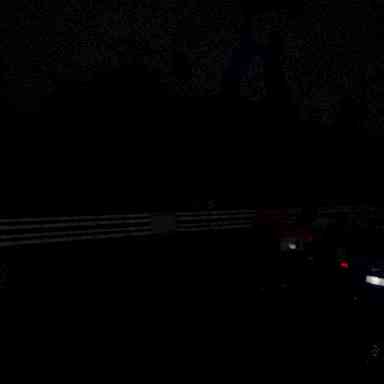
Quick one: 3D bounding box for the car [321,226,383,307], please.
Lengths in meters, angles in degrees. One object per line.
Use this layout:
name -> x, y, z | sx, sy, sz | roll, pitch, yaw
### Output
car -> 5.006, 1.591, 7.209 | 4.181, 1.385, 1.994 | 0, 0, -34

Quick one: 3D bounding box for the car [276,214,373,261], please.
car -> 5.108, 1.510, 11.520 | 5.008, 1.535, 1.882 | 0, 0, -34
